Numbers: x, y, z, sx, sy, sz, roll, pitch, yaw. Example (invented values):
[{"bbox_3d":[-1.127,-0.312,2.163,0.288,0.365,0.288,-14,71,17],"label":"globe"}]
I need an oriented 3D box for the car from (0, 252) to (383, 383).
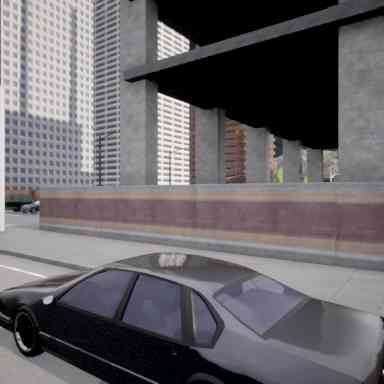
[{"bbox_3d":[-0.417,1.547,4.288,5.357,1.411,2.033,0,0,35],"label":"car"}]

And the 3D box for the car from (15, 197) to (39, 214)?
[{"bbox_3d":[-15.744,1.526,35.357,1.812,1.442,4.674,0,0,36],"label":"car"}]

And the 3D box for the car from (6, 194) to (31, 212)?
[{"bbox_3d":[-19.885,1.221,35.634,2.150,2.045,5.566,0,0,36],"label":"car"}]
